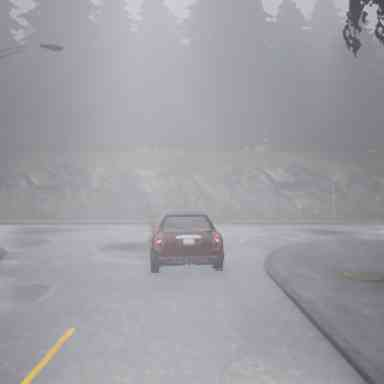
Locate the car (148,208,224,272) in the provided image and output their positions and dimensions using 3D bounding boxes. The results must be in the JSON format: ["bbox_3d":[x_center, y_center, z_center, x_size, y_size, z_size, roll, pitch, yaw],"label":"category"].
[{"bbox_3d":[-0.375,1.371,11.122,2.097,1.767,4.553,0,0,-8],"label":"car"}]
